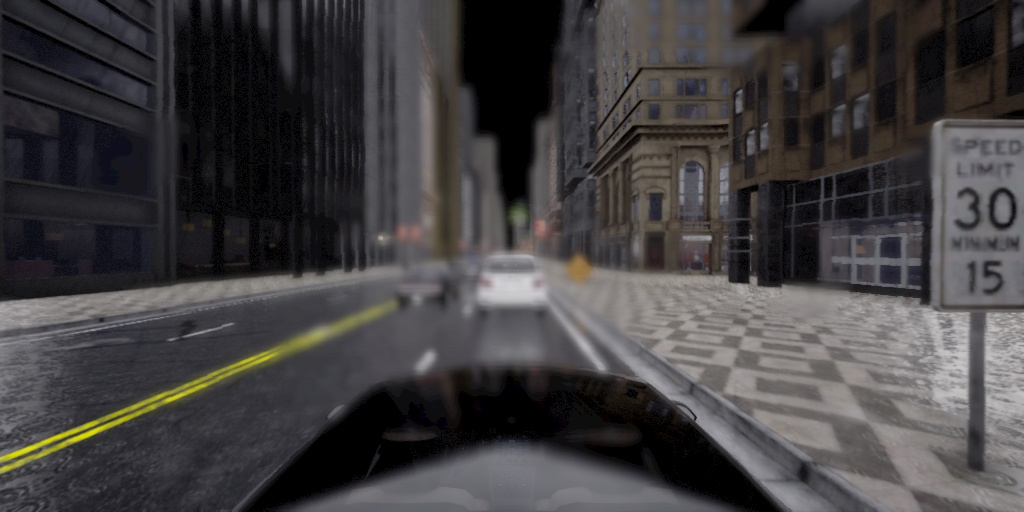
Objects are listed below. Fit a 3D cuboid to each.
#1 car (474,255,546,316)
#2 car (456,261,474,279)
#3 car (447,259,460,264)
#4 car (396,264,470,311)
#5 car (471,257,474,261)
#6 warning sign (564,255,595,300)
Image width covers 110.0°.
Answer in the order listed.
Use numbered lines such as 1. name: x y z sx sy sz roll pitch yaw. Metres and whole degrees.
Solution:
1. car: 0.040 0.987 13.478 2.150 2.045 5.566 0 0 1
2. car: -3.187 1.345 30.018 1.994 1.385 4.181 0 0 1
3. car: -9.760 1.306 60.783 1.837 1.490 4.892 0 0 1
4. car: -3.199 1.257 14.624 2.128 1.511 4.902 0 0 0
5. car: -6.505 1.350 60.774 2.033 1.411 5.357 0 0 1
6. warning sign: 2.856 0.881 15.320 1.300 1.860 1.060 0 0 0
